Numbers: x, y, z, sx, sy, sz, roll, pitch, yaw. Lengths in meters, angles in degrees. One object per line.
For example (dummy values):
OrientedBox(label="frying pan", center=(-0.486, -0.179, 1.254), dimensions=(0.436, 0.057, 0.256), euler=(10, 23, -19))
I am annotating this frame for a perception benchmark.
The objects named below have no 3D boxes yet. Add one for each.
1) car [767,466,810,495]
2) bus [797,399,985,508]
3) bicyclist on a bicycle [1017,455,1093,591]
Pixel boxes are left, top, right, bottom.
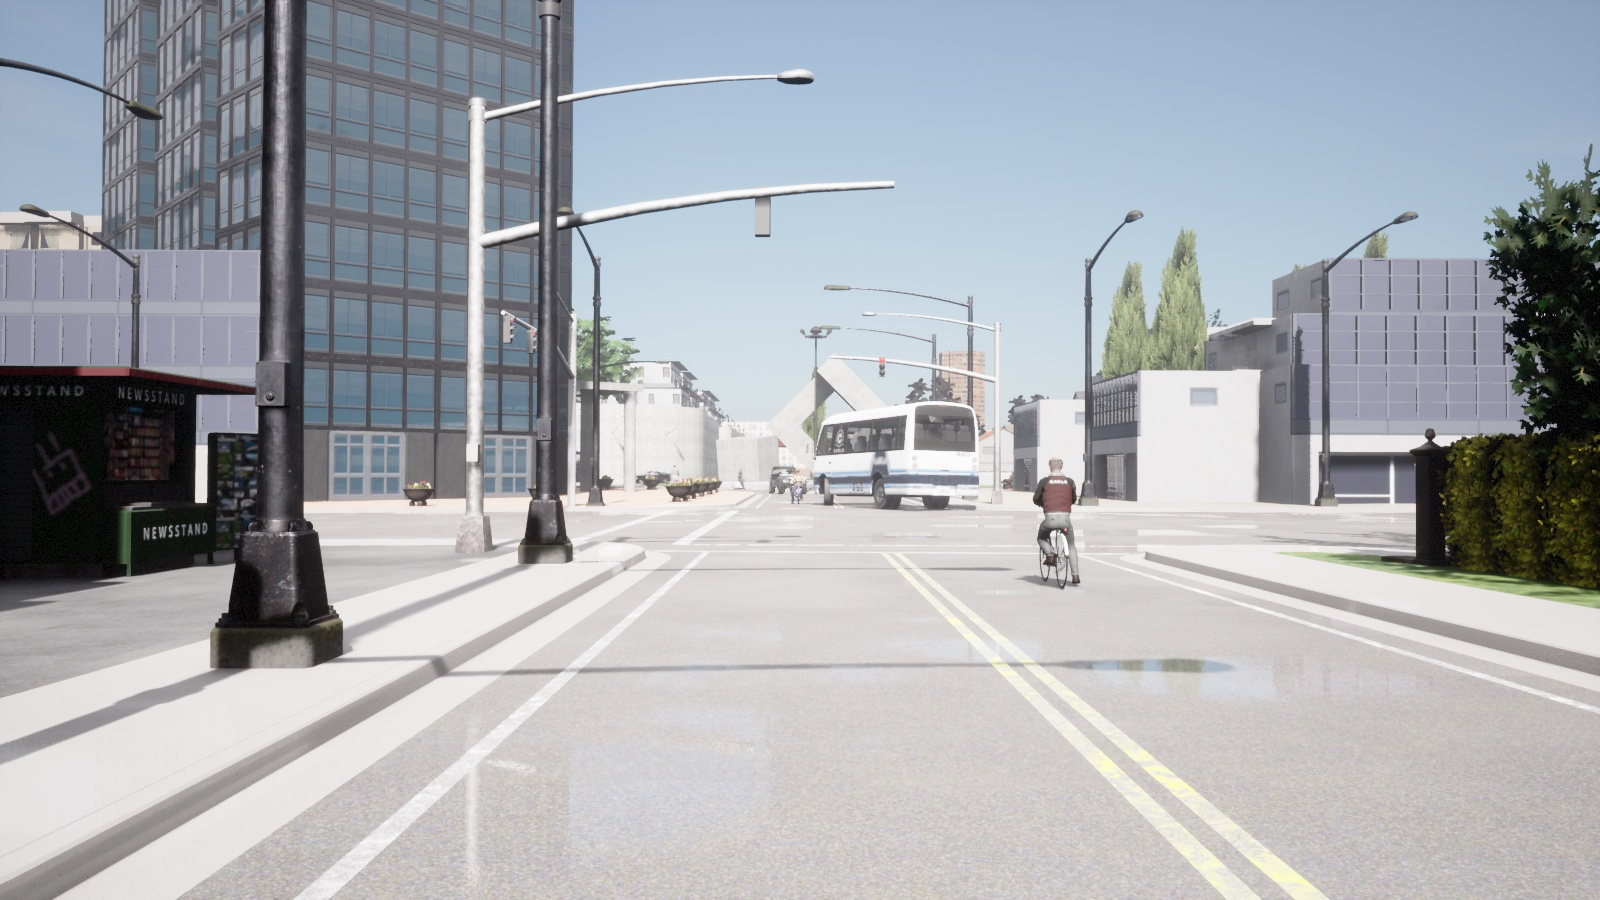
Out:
OrientedBox(label="car", center=(-0.808, 2.027, 84.376), dimensions=(1.905, 1.878, 3.866), euler=(0, -1, -16))
OrientedBox(label="bus", center=(3.654, 0.335, 54.441), dimensions=(3.944, 4.253, 10.273), euler=(1, -2, -22))
OrientedBox(label="bicyclist on a bicycle", center=(3.485, 0.961, 17.280), dimensions=(0.659, 1.776, 1.843), euler=(0, -1, 0))
